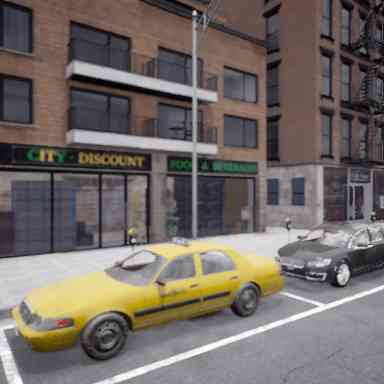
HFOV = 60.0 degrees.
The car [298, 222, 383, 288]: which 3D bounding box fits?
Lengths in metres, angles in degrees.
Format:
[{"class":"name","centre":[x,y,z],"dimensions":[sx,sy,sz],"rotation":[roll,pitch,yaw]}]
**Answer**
[{"class":"car","centre":[4.123,1.554,9.137],"dimensions":[4.403,1.369,2.008],"rotation":[0,0,-35]}]

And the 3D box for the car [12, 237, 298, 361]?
[{"class":"car","centre":[-0.418,1.527,5.902],"dimensions":[4.829,1.417,1.752],"rotation":[0,0,-35]}]
